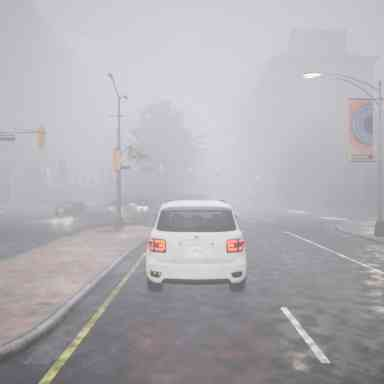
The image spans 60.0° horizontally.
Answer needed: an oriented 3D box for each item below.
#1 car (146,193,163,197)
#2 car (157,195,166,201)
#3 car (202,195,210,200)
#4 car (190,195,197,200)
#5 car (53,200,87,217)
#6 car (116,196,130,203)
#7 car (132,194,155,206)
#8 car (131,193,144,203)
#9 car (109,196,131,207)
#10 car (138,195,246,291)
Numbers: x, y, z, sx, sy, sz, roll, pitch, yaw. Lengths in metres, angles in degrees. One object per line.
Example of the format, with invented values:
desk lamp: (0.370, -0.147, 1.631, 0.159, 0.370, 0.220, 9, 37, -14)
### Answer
car: (-7.717, 1.355, 69.206, 2.097, 1.767, 4.553, 0, 0, 0)
car: (-7.656, 1.524, 84.150, 1.812, 1.442, 4.674, 0, 0, 0)
car: (3.870, 1.547, 90.216, 1.994, 1.385, 4.181, 0, 0, 0)
car: (0.370, 1.495, 90.230, 1.837, 1.490, 4.892, 0, 0, 0)
car: (-11.473, 1.491, 31.628, 2.128, 1.511, 4.902, 0, 0, 0)
car: (-14.464, 1.595, 69.844, 1.895, 1.301, 4.718, 0, 0, 0)
car: (-7.869, 1.491, 54.350, 2.128, 1.511, 4.902, 0, 0, 0)
car: (-11.241, 1.496, 66.707, 2.128, 1.511, 4.902, 0, 0, 1)
car: (-11.546, 1.601, 52.607, 1.895, 1.301, 4.718, 0, 0, 2)
car: (0.108, 1.221, 9.121, 2.150, 2.045, 5.566, 0, 0, 1)
